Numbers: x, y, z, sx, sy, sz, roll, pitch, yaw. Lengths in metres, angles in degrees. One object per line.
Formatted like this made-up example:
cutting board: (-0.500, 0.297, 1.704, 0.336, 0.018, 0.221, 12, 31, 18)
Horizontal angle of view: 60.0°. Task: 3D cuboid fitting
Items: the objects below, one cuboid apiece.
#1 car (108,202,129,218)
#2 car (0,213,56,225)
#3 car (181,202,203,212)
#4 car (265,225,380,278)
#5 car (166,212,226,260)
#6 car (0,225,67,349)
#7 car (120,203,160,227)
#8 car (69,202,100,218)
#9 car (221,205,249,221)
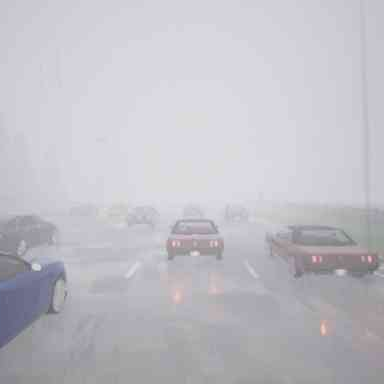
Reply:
car: (-6.903, 1.684, 32.853, 1.882, 1.535, 5.008, 0, 0, 0)
car: (-6.901, 1.590, 13.093, 1.837, 1.490, 4.892, 0, 0, 0)
car: (0.096, 1.728, 32.242, 1.812, 1.442, 4.674, 0, 0, 0)
car: (3.599, 1.666, 10.270, 1.895, 1.301, 4.718, 0, 0, 0)
car: (0.099, 1.682, 12.802, 1.895, 1.301, 4.718, 0, 0, 0)
car: (-3.401, 1.507, 4.614, 1.882, 1.535, 5.008, 0, 0, 0)
car: (-3.402, 1.698, 23.950, 2.033, 1.411, 5.357, 0, 0, 0)
car: (-10.405, 1.728, 32.239, 1.812, 1.442, 4.674, 0, 0, 0)
car: (3.597, 1.781, 28.581, 1.895, 1.301, 4.718, 0, 0, 0)
